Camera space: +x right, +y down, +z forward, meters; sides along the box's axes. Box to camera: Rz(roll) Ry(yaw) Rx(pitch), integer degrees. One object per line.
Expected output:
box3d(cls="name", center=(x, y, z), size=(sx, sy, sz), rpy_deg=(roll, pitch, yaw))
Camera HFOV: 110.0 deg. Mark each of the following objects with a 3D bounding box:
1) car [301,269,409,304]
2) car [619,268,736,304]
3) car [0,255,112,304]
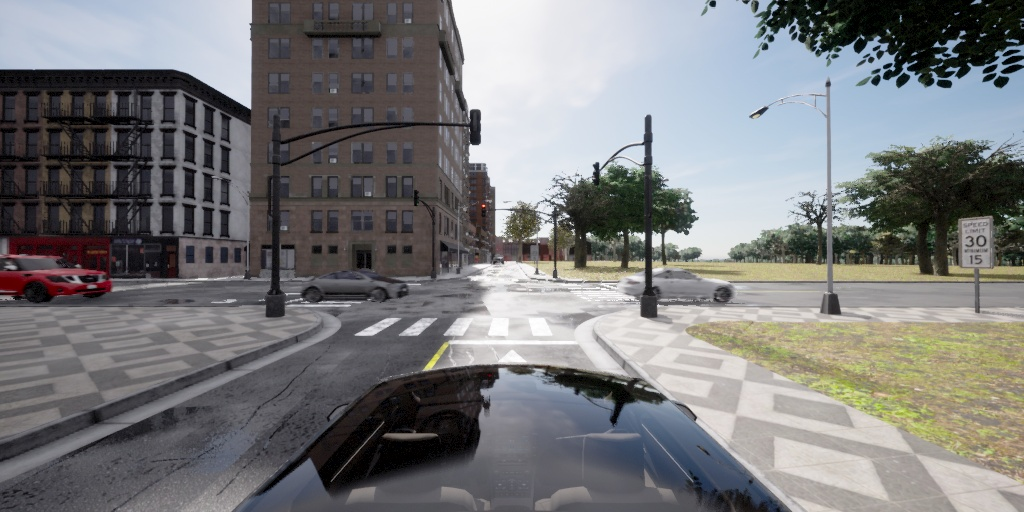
box3d(cls="car", center=(-6.649, 1.273, 15.435), size=(4.181, 1.385, 1.994), rpy_deg=(0, -1, 0))
box3d(cls="car", center=(7.009, 1.242, 15.434), size=(4.674, 1.442, 1.812), rpy_deg=(0, -1, 0))
box3d(cls="car", center=(-20.850, 0.959, 15.442), size=(5.566, 2.045, 2.150), rpy_deg=(0, -1, 0))
